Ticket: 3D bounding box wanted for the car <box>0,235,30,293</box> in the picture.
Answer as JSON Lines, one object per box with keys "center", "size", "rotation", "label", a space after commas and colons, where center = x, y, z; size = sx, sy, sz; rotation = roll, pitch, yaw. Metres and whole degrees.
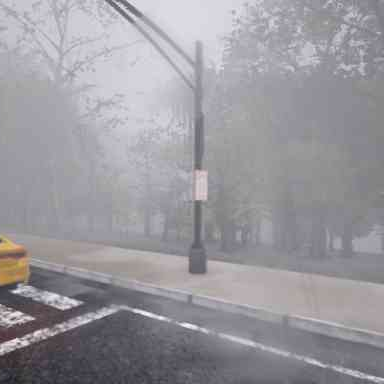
{"center": [-5.839, 1.499, 7.848], "size": [5.008, 1.535, 1.882], "rotation": [0, 0, 36], "label": "car"}
